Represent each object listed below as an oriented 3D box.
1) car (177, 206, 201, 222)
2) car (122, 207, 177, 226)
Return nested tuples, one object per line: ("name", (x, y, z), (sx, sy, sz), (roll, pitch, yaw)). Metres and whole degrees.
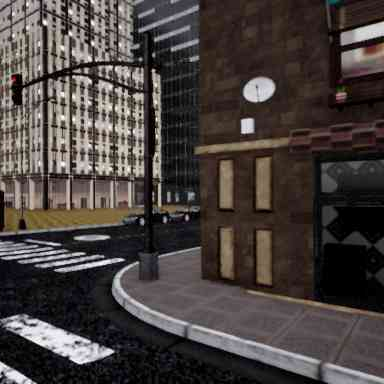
("car", (-0.317, 1.961, 30.496), (2.008, 1.369, 4.403), (-2, -2, 35))
("car", (-3.524, 1.880, 25.943), (2.008, 1.369, 4.403), (-2, -2, 35))
